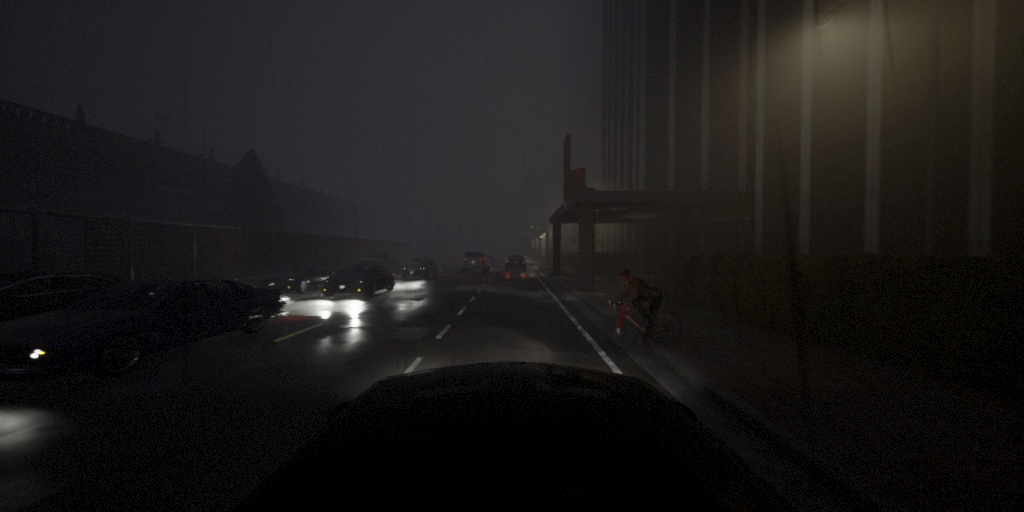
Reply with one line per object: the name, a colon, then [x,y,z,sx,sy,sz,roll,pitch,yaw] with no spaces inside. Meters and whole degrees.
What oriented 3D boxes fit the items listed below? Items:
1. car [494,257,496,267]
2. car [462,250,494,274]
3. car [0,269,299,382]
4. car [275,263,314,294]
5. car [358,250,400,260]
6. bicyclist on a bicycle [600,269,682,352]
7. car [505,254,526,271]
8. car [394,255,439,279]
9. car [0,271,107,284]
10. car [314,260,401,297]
car: [-3.080,0.566,46.221,1.882,1.535,5.008,0,0,1]
car: [-3.187,0.509,32.569,2.150,2.045,5.566,0,1,1]
car: [-7.062,1.175,7.356,2.033,1.411,5.357,0,1,0]
car: [-10.475,1.023,17.628,1.994,1.385,4.181,0,1,0]
car: [-10.344,0.529,28.092,2.150,2.045,5.566,0,1,1]
bicyclist on a bicycle: [2.501,1.046,7.128,1.656,1.620,0.582,-9,1,1]
car: [0.397,0.588,37.386,2.097,1.767,4.553,0,1,0]
car: [-6.863,0.834,27.116,2.128,1.511,4.902,0,1,1]
car: [-10.559,1.096,7.567,2.128,1.511,4.902,0,1,0]
car: [-6.972,1.056,16.739,1.994,1.385,4.181,0,1,1]
